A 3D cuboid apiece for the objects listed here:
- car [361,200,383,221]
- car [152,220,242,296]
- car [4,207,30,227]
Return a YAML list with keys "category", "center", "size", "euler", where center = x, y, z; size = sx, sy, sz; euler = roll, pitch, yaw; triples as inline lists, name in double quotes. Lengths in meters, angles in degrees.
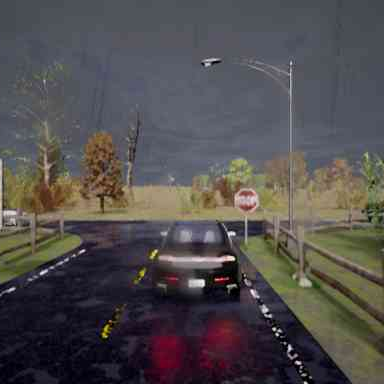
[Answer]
- category: "car"
  center: [15.420, 1.144, 24.208]
  size: [5.566, 2.045, 2.150]
  euler: [0, 0, 1]
- category: "car"
  center: [0.155, 1.476, 8.588]
  size: [2.128, 1.511, 4.902]
  euler: [0, 0, 2]
- category: "car"
  center: [-13.059, 1.506, 21.678]
  size: [4.674, 1.442, 1.812]
  euler: [0, 0, 1]
